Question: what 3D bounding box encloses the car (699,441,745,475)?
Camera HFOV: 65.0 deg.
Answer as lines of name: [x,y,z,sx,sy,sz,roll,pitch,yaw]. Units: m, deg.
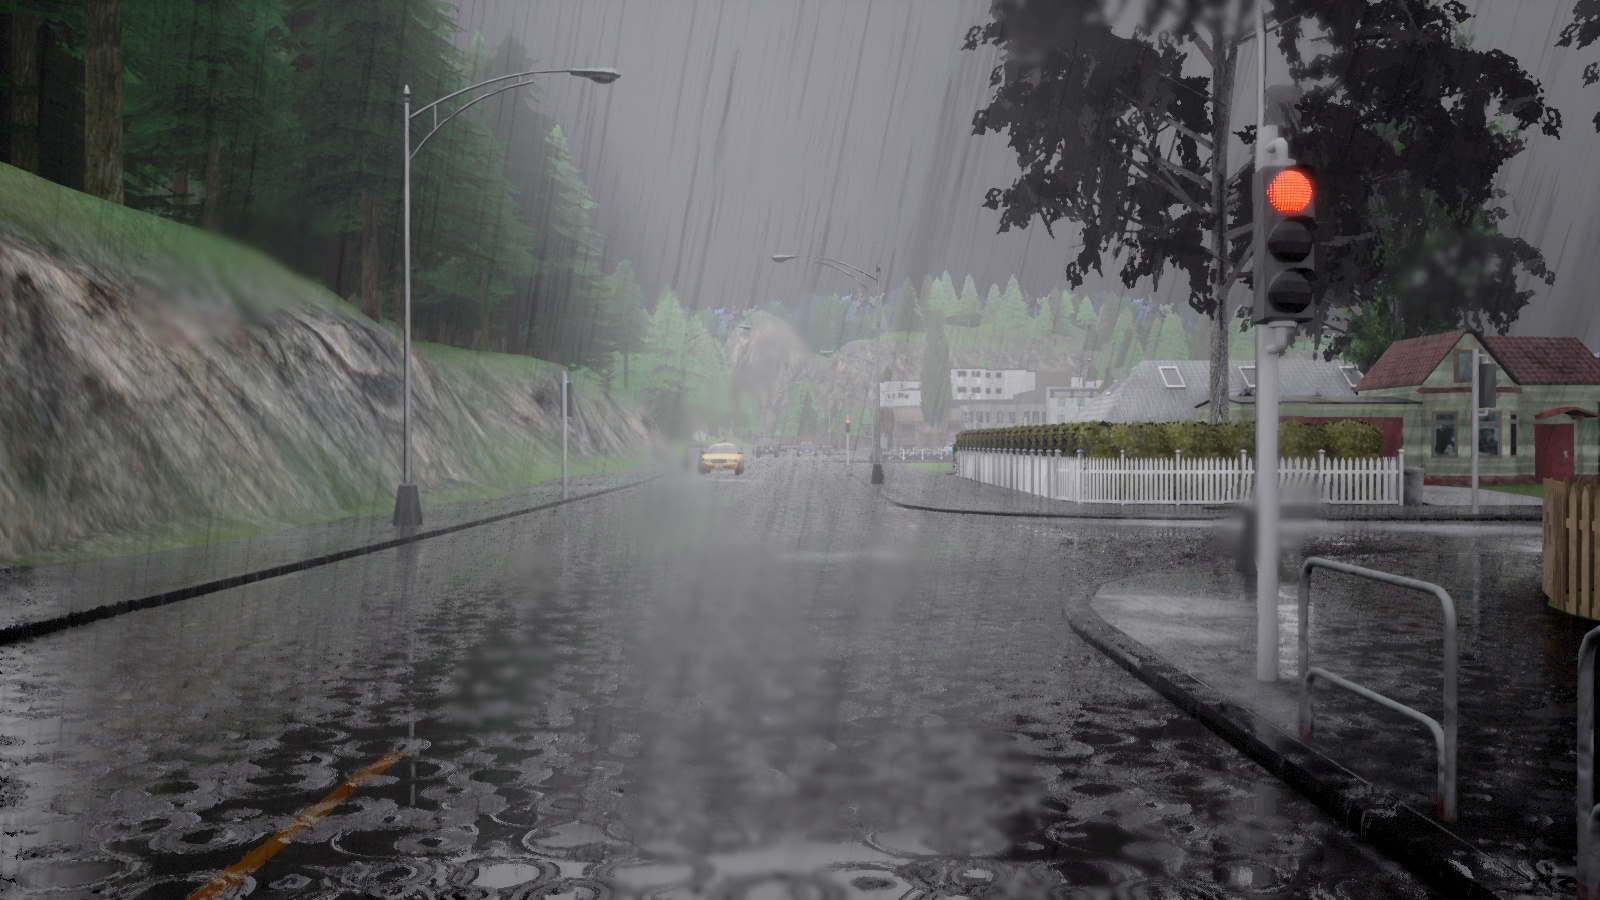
car: [-3.659,0.345,59.793,1.801,1.575,5.366,0,0,0]
